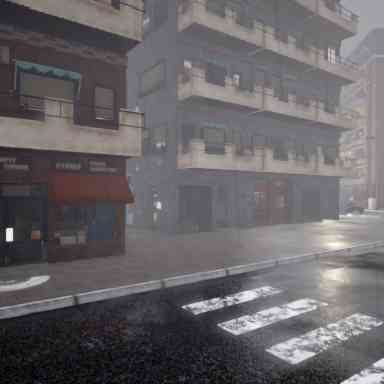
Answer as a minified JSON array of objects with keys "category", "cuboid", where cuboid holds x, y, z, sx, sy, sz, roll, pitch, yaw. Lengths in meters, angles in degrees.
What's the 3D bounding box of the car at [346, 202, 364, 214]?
[{"category":"car","cuboid":[18.028,1.790,38.298,1.895,1.301,4.718,0,0,5]}]
